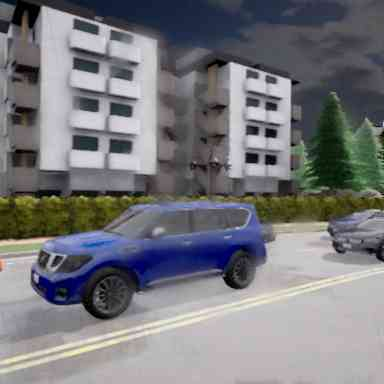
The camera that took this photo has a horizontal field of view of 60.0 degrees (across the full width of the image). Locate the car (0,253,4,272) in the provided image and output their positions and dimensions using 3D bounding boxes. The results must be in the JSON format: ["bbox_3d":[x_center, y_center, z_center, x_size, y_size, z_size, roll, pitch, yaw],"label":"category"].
[{"bbox_3d":[-6.970,1.341,7.638,4.553,1.767,2.097,1,0,-33],"label":"car"}]

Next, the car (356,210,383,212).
[{"bbox_3d":[9.340,1.679,17.565,4.674,1.442,1.812,1,0,-23],"label":"car"}]

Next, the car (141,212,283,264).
[{"bbox_3d":[0.909,1.619,12.946,5.357,1.411,2.033,1,0,-34],"label":"car"}]

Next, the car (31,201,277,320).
[{"bbox_3d":[-0.636,1.256,7.769,5.566,2.045,2.150,1,0,-36],"label":"car"}]

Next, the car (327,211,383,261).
[{"bbox_3d":[7.471,1.641,12.738,4.674,1.442,1.812,1,0,-29],"label":"car"}]
